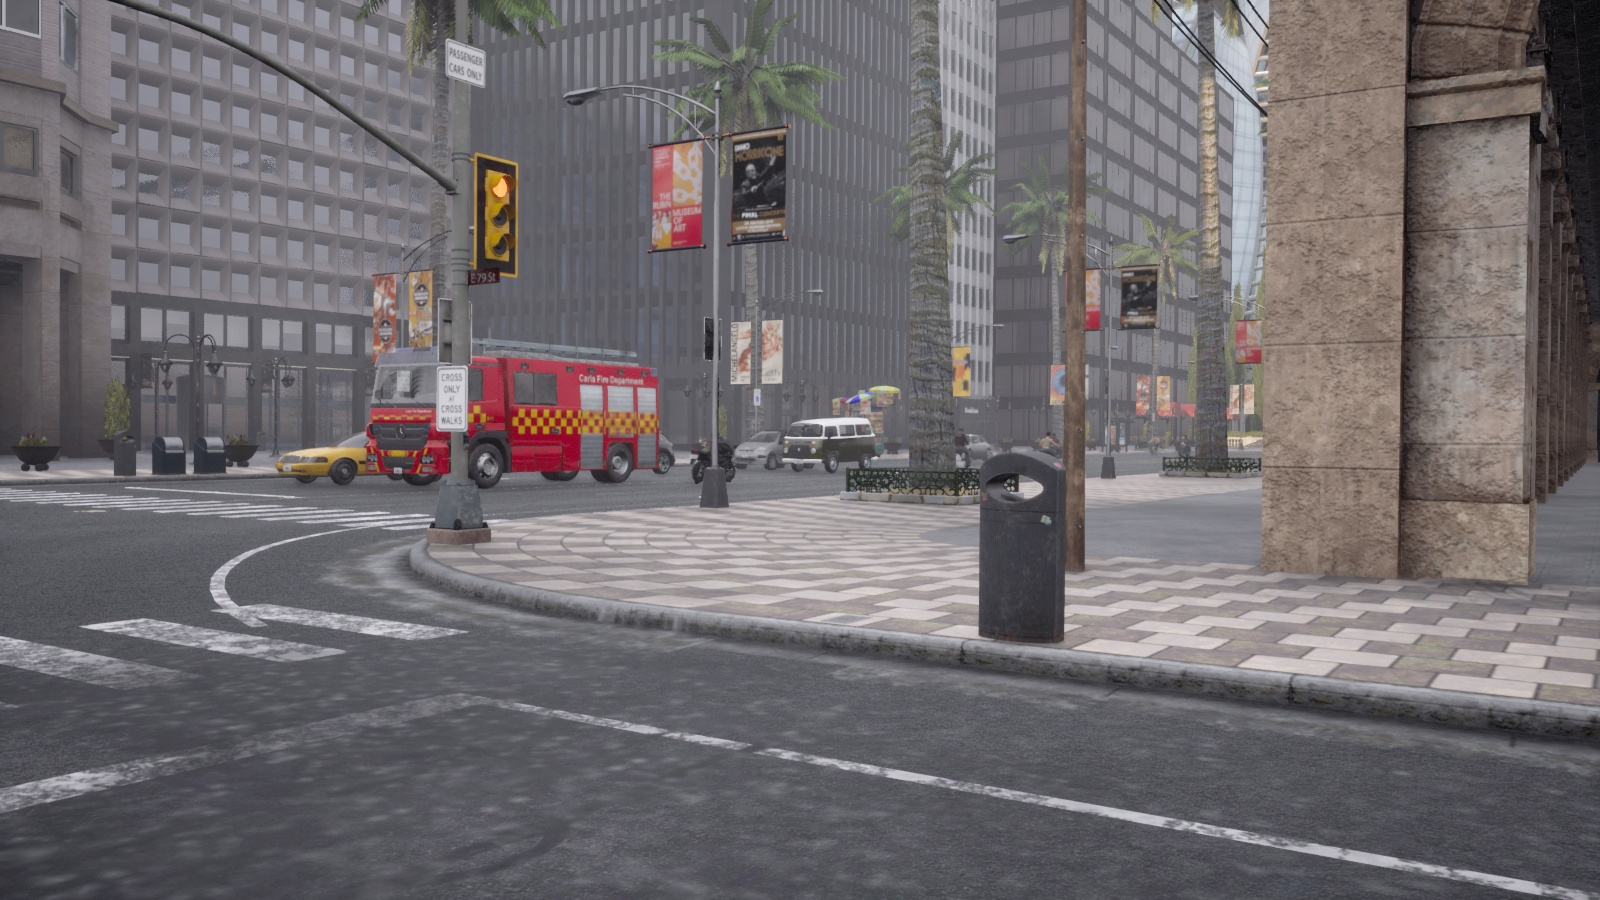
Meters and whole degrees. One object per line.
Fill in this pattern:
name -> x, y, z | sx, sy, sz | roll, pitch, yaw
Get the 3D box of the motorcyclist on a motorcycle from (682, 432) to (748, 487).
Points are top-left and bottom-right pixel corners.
motorcyclist on a motorcycle -> -2.406, 0.244, 35.963 | 0.797, 1.523, 2.044 | 0, 1, 33

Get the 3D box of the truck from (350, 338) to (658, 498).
truck -> -7.730, -0.831, 34.274 | 2.891, 3.827, 8.468 | 0, 1, 33

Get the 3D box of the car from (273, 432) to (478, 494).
car -> -11.593, 0.301, 34.719 | 1.801, 1.575, 5.366 | 0, 1, 34

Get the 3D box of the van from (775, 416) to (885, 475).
van -> 1.185, -0.219, 47.753 | 2.069, 2.038, 4.480 | 0, 2, 33

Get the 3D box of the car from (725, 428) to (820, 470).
car -> -1.075, -0.053, 50.678 | 1.851, 1.617, 3.988 | 0, 1, 34

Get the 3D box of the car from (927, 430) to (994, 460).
car -> 8.353, -0.267, 65.084 | 1.970, 1.475, 3.806 | 0, 1, 33

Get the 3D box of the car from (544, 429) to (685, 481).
car -> -6.252, 0.133, 42.846 | 2.033, 1.649, 4.856 | 0, 1, 34
